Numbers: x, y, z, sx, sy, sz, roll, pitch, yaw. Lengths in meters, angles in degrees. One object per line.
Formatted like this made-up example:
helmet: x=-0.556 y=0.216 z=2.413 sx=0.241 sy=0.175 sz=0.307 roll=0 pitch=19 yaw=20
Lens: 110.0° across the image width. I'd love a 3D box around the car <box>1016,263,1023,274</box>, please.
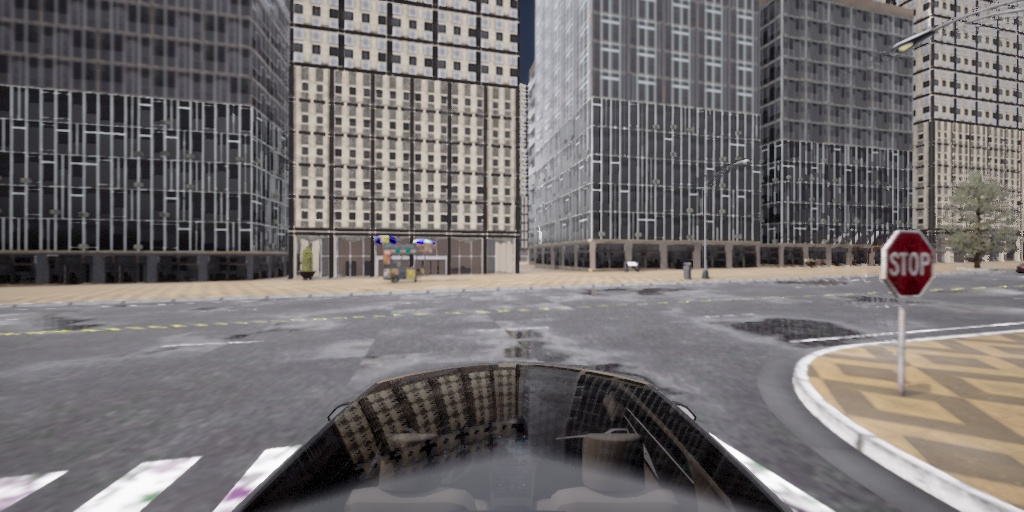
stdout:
car: x=41.698 y=0.749 z=27.757 sx=4.181 sy=1.385 sz=1.994 roll=-1 pitch=0 yaw=-12
